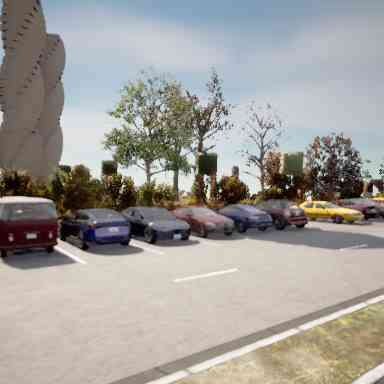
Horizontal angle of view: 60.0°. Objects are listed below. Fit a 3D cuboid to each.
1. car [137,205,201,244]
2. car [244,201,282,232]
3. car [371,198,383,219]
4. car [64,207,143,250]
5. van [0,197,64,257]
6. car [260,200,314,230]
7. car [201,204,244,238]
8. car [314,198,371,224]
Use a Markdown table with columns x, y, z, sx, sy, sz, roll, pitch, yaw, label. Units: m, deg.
| x | y | z | sx | sy | sz | roll | pitch | yaw | label |
| --- | --- | --- | --- | --- | --- | --- | --- | --- | --- |
| -1.983 | 1.454 | 15.825 | 2.163 | 1.488 | 4.792 | 0 | 0 | -35 | car |
| 2.494 | 1.442 | 19.041 | 2.002 | 1.452 | 4.674 | 0 | 0 | -35 | car |
| 11.461 | 1.350 | 25.455 | 2.163 | 1.488 | 4.792 | -1 | 0 | -35 | car |
| -4.260 | 1.457 | 14.278 | 2.163 | 1.488 | 4.792 | 0 | 0 | -35 | car |
| -6.554 | 1.204 | 12.754 | 1.878 | 1.987 | 4.442 | 0 | 0 | -35 | van |
| 4.760 | 1.263 | 20.617 | 2.185 | 1.767 | 4.553 | 0 | 0 | -35 | car |
| 0.247 | 1.454 | 17.449 | 2.002 | 1.452 | 4.674 | 0 | 0 | -35 | car |
| 9.336 | 1.342 | 23.680 | 1.946 | 1.575 | 5.366 | -1 | 0 | -35 | car |
